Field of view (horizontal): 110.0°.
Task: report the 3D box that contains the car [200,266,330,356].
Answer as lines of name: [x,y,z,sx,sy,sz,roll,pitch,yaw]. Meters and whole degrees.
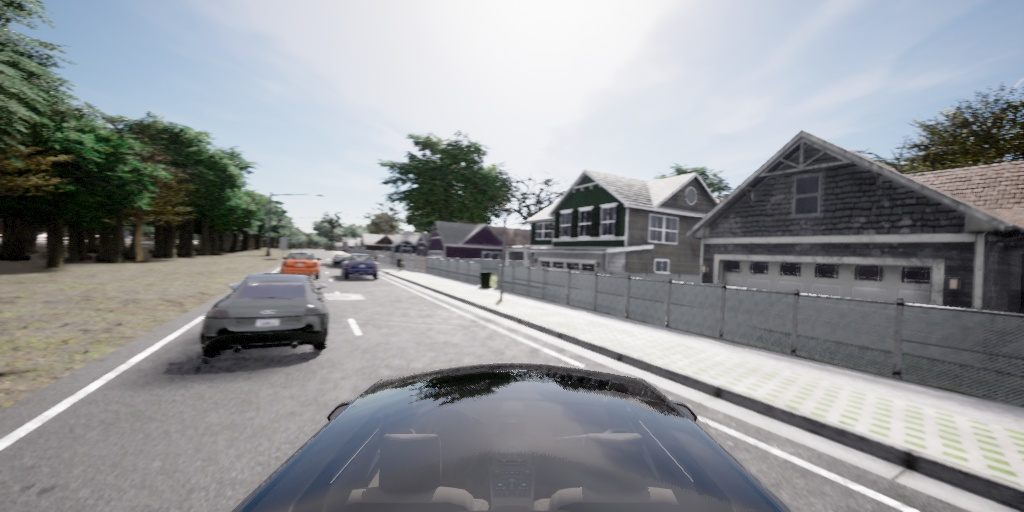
car: [-5.191,1.082,7.966,1.994,1.385,4.181,3,0,-29]

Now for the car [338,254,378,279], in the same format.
car: [-10.835,0.617,25.390,2.097,1.767,4.553,3,0,-29]

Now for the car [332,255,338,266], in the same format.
car: [-19.014,0.482,40.136,1.895,1.301,4.718,3,0,-29]

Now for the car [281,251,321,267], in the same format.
car: [-13.561,0.482,23.121,2.097,1.767,4.553,3,0,-29]
